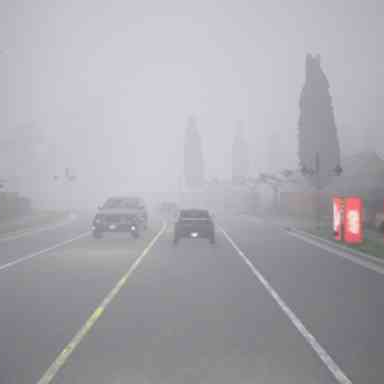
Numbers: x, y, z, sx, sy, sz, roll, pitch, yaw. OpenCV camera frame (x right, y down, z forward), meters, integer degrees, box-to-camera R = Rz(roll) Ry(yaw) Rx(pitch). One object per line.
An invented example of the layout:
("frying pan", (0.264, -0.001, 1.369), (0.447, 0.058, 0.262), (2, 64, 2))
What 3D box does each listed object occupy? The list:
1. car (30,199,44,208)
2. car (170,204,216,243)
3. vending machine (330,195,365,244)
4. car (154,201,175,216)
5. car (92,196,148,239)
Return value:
("car", (-26.303, 1.811, 54.077), (4.892, 1.490, 1.837), (0, -1, 24))
("car", (0.097, 1.515, 16.215), (1.837, 1.490, 4.892), (0, 0, 0))
("vending machine", (6.880, 1.205, 14.743), (1.100, 2.100, 0.880), (0, 0, 0))
("car", (-2.584, 1.607, 33.793), (1.994, 1.385, 4.181), (0, 0, -19))
("car", (-3.648, 1.232, 17.856), (2.150, 2.045, 5.566), (0, 0, -1))
